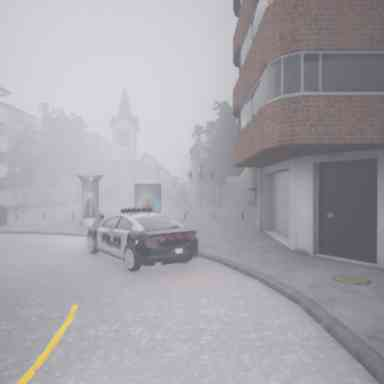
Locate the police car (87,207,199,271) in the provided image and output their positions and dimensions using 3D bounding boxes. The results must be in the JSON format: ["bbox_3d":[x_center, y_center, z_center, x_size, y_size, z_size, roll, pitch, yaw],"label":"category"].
[{"bbox_3d":[-1.874,1.325,10.844,1.930,1.638,5.238,0,1,-37],"label":"police car"}]
